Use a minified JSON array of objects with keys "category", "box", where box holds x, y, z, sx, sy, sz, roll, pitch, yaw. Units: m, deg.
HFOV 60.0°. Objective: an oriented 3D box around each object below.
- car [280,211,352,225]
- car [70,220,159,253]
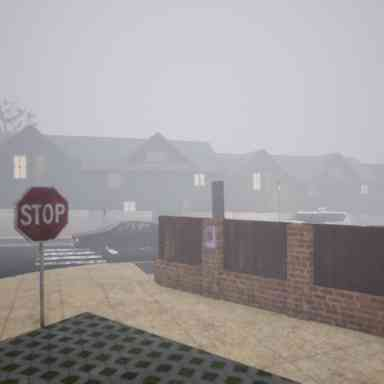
[{"category":"car","box":[7.541,2.208,20.985,5.566,2.045,2.150,2,-2,-22]},{"category":"car","box":[-3.077,2.105,16.320,5.357,1.411,2.033,2,-2,-27]}]
